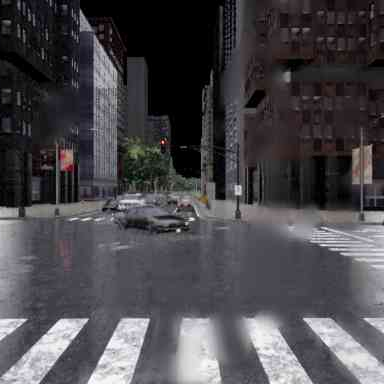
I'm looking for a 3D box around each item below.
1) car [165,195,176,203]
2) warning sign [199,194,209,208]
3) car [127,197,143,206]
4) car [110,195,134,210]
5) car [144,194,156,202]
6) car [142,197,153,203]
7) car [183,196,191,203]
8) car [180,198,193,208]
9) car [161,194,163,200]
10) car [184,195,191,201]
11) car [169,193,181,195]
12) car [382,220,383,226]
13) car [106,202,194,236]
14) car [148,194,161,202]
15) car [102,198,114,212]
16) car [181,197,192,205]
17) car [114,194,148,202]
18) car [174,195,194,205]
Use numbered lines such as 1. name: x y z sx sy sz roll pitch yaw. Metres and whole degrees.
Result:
1. car: -3.611 1.665 62.971 1.895 1.301 4.718 0 0 0
2. warning sign: 1.551 1.131 42.744 1.300 1.860 1.060 0 0 -1
3. car: -9.403 1.570 55.081 1.752 1.417 4.829 0 0 -1
4. car: -9.302 1.335 44.400 2.192 1.841 5.009 0 0 -1
5. car: -9.612 1.417 76.955 2.192 1.841 5.009 0 0 -1
6. car: -9.559 1.668 71.528 1.802 1.307 4.206 0 0 -1
7. car: -1.036 1.612 71.770 1.752 1.417 4.829 0 0 -1
8. car: -0.828 1.614 49.901 1.802 1.307 4.206 0 0 -1
9. car: -9.715 1.449 87.806 2.192 1.841 5.009 0 0 -1
10. car: -1.190 1.574 87.875 1.967 1.590 4.097 0 0 -1
11. car: -3.829 1.575 75.426 1.882 1.535 5.008 0 0 -1
12. car: 14.737 1.724 21.055 4.902 1.511 2.128 1 0 0
13. car: -2.488 1.535 18.856 2.033 1.411 5.357 1 0 -43
14. car: -6.723 1.397 54.982 2.097 1.767 4.553 0 0 0
15. car: -9.250 1.574 38.974 1.947 1.339 4.313 0 0 -1
16. car: -0.931 1.603 60.751 1.887 1.381 4.507 0 0 -1
17. car: -6.562 1.224 36.509 2.150 2.045 5.566 0 0 -1
18. car: -0.725 1.448 39.052 1.967 1.590 4.097 0 0 -1
